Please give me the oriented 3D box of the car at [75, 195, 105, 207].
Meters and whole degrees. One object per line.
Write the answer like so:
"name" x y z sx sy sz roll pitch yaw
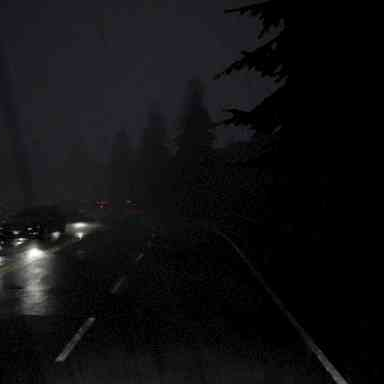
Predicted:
"car" -14.899 1.269 48.409 4.902 1.511 2.128 0 0 43

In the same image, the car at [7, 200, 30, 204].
"car" -12.628 1.381 24.231 2.128 1.511 4.902 0 0 -18

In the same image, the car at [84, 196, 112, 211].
"car" -11.239 1.328 38.372 1.837 1.490 4.892 0 0 -34

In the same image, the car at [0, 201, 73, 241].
"car" -7.530 1.430 16.206 1.837 1.490 4.892 0 0 -6

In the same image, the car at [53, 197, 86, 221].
"car" -9.535 1.358 26.043 1.882 1.535 5.008 0 0 -19

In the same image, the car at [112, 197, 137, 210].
"car" -8.382 1.305 40.389 2.128 1.511 4.902 0 0 -34
